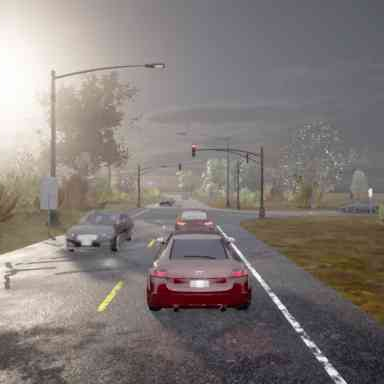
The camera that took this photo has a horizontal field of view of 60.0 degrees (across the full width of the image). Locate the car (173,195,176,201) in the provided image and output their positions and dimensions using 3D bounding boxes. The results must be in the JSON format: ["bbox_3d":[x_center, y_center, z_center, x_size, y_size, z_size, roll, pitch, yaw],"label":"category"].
[{"bbox_3d":[-4.366,1.567,62.340,1.994,1.385,4.181,0,0,-1],"label":"car"}]

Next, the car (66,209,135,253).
[{"bbox_3d":[-3.609,1.493,13.831,2.128,1.511,4.902,0,0,0],"label":"car"}]

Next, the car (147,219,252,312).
[{"bbox_3d":[0.099,1.564,7.784,1.994,1.385,4.181,0,0,-1],"label":"car"}]

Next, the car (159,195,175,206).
[{"bbox_3d":[-4.158,1.603,53.151,1.895,1.301,4.718,0,0,-1],"label":"car"}]

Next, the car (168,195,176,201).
[{"bbox_3d":[-4.969,1.484,83.162,1.882,1.535,5.008,0,0,-2],"label":"car"}]

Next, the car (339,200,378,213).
[{"bbox_3d":[18.679,1.577,36.992,4.181,1.385,1.994,0,0,1],"label":"car"}]

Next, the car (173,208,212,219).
[{"bbox_3d":[0.061,1.526,16.544,1.812,1.442,4.674,0,0,-2],"label":"car"}]

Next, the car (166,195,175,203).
[{"bbox_3d":[-4.607,1.482,72.715,1.882,1.535,5.008,0,0,-2],"label":"car"}]
